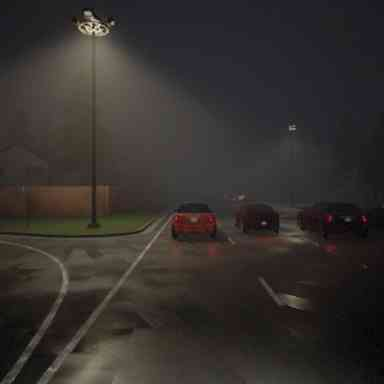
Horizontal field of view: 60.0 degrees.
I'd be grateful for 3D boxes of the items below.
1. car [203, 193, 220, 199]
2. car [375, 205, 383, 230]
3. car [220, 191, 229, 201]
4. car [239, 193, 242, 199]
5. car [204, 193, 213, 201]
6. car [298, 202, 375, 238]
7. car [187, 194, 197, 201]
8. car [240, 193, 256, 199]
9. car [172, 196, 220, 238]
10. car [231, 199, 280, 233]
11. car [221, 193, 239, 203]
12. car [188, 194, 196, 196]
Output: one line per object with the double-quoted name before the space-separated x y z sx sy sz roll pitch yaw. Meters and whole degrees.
"car" 3.501 1.103 61.059 2.097 1.767 4.553 0 0 0
"car" 10.600 1.432 17.615 1.837 1.490 4.892 0 0 0
"car" 7.001 0.847 71.952 2.150 2.045 5.566 0 0 0
"car" 10.501 1.036 71.092 1.882 1.535 5.008 0 0 0
"car" 3.501 1.058 71.092 1.837 1.490 4.892 0 0 0
"car" 7.099 1.281 17.251 2.097 1.767 4.553 0 0 0
"car" 0.001 1.098 71.092 2.033 1.411 5.357 0 0 0
"car" 10.501 1.351 61.121 1.895 1.301 4.718 0 0 0
"car" 0.099 1.281 17.236 2.097 1.767 4.553 0 0 0
"car" 3.601 1.399 19.096 1.882 1.535 5.008 0 0 0
"car" 7.001 1.348 61.857 1.895 1.301 4.718 0 0 0
"car" 0.001 1.103 61.060 2.097 1.767 4.553 0 0 0
